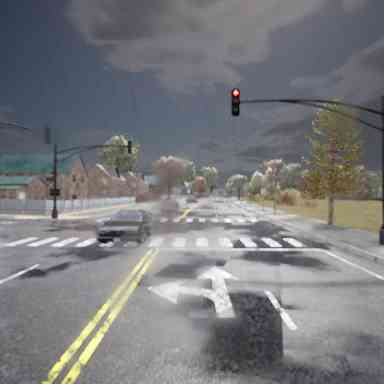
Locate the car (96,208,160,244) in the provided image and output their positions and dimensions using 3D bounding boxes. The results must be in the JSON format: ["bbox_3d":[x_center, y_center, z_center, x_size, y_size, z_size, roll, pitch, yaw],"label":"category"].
[{"bbox_3d":[-2.996,1.570,16.096,2.033,1.411,5.357,0,0,1],"label":"car"}]

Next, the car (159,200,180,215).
[{"bbox_3d":[-2.320,1.611,35.313,1.837,1.490,4.892,0,2,3],"label":"car"}]

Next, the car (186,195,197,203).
[{"bbox_3d":[-0.067,1.501,70.181,2.097,1.767,4.553,0,0,5],"label":"car"}]
